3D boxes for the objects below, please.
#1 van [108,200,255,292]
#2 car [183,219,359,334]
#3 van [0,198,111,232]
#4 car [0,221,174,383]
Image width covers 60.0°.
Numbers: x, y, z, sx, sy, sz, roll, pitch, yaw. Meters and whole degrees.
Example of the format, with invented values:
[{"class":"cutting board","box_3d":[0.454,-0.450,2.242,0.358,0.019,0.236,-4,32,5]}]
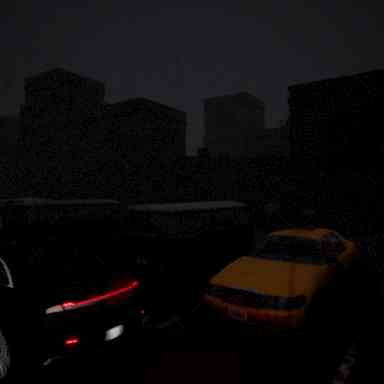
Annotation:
[{"class":"van","box_3d":[0.166,1.257,8.977,1.878,1.987,4.442,0,0,35]},{"class":"car","box_3d":[2.237,1.478,7.130,1.946,1.575,5.366,0,0,35]},{"class":"van","box_3d":[-4.323,1.264,12.177,1.878,1.987,4.442,0,0,35]},{"class":"car","box_3d":[-2.913,1.494,5.454,4.902,1.511,2.128,0,0,35]}]
